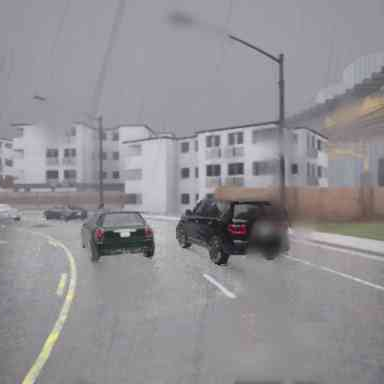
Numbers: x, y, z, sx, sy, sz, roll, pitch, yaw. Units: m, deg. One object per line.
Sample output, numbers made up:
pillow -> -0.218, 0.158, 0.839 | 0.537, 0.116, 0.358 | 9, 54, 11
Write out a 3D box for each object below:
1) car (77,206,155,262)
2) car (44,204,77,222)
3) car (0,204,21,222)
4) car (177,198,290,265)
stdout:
car -> -2.975, 1.391, 12.645 | 2.097, 1.767, 4.553 | -1, 0, -23
car -> -10.447, 1.684, 27.444 | 4.181, 1.385, 1.994 | -1, 0, 39
car -> -15.700, 1.692, 26.877 | 4.674, 1.442, 1.812 | -1, 0, 32
car -> 1.178, 1.223, 12.001 | 2.150, 2.045, 5.566 | 0, 0, -20
